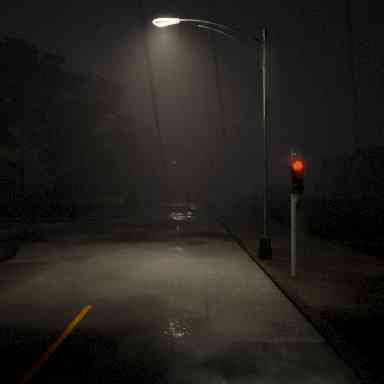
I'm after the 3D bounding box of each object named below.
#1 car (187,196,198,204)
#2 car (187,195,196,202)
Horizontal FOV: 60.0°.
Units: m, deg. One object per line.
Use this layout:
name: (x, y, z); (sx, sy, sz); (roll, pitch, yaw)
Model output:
car: (0.050, 1.499, 64.255); (1.837, 1.490, 4.892); (0, -2, 0)
car: (-0.061, 1.540, 78.015); (2.033, 1.411, 5.357); (0, 0, 0)
